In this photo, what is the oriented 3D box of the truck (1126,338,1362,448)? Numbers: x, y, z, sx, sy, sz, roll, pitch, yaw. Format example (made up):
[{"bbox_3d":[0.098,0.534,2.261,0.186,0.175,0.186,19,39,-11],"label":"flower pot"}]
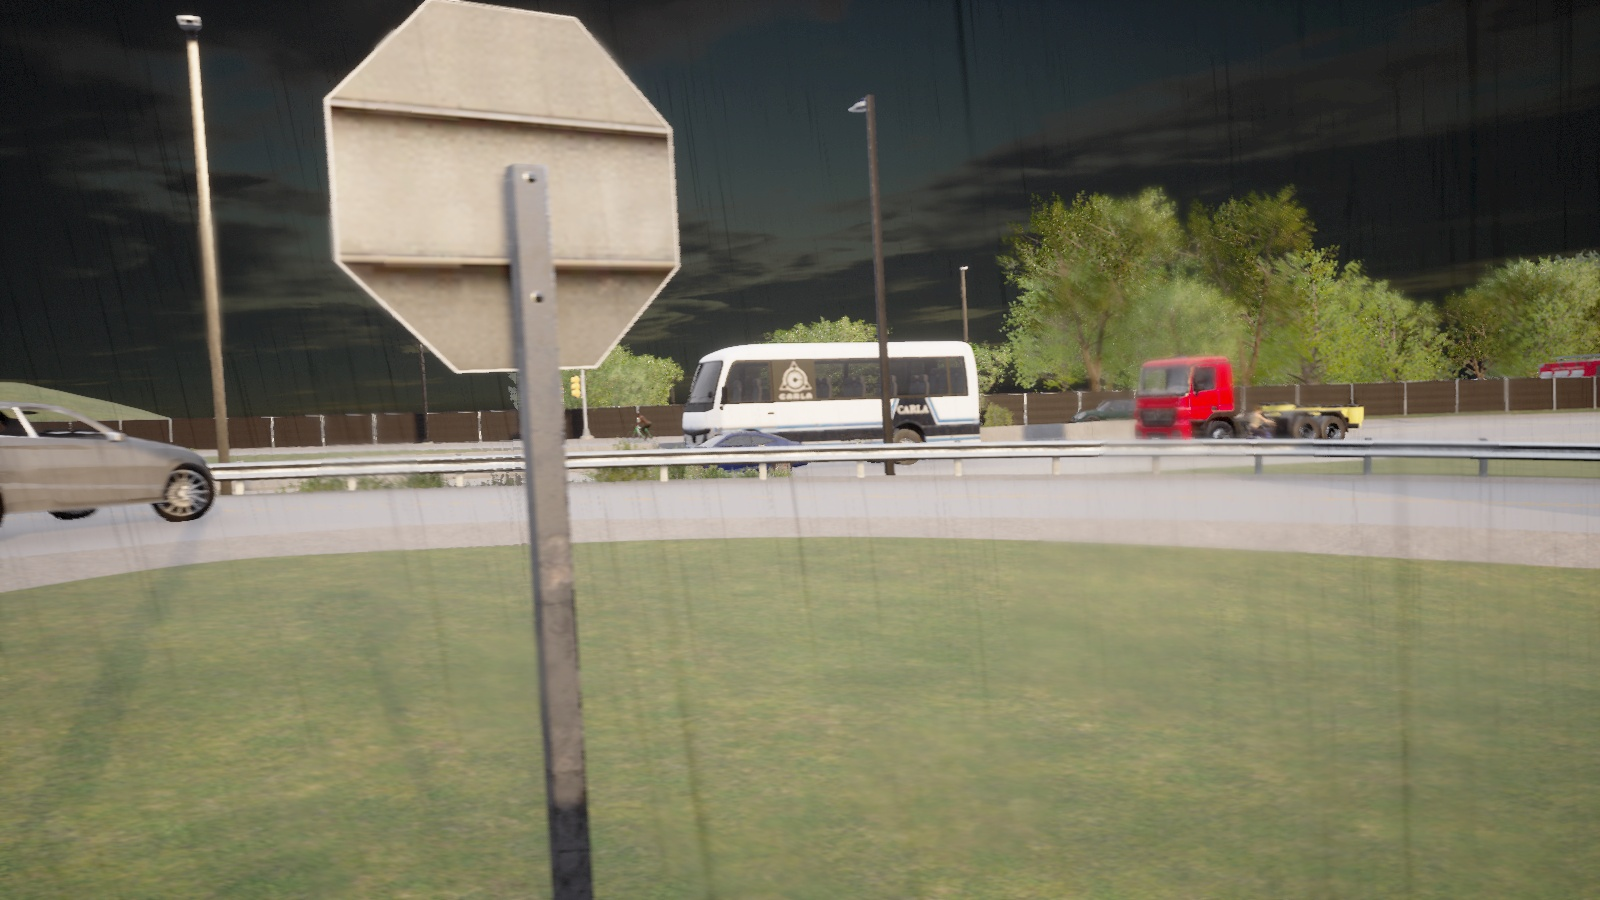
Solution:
[{"bbox_3d":[15.992,-2.058,45.205,7.936,3.462,2.891,-4,2,-22],"label":"truck"}]

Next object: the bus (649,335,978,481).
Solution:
[{"bbox_3d":[0.488,-1.499,42.817,10.273,4.253,3.944,-4,2,-22],"label":"bus"}]

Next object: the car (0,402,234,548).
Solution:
[{"bbox_3d":[-9.790,0.271,15.731,2.152,1.651,5.027,-1,1,15],"label":"car"}]

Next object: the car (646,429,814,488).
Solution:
[{"bbox_3d":[-2.111,0.217,38.039,4.674,1.442,1.812,-4,2,-22],"label":"car"}]

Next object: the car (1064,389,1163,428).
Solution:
[{"bbox_3d":[16.111,-2.129,64.681,4.553,1.767,2.097,-3,3,1],"label":"car"}]
